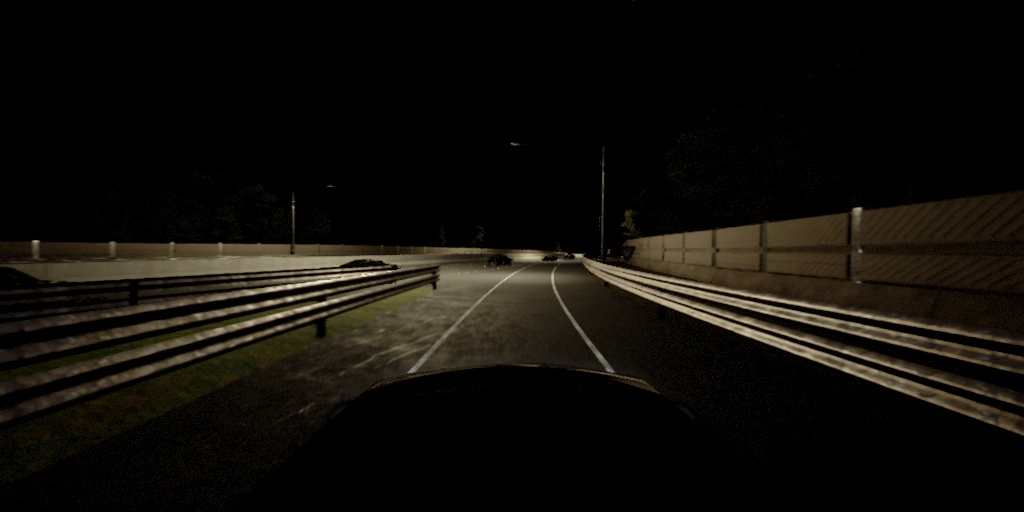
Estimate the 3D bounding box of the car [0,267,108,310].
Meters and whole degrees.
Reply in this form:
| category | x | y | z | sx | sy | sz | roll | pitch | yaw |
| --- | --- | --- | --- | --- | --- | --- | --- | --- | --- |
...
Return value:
| category | x | y | z | sx | sy | sz | roll | pitch | yaw |
| --- | --- | --- | --- | --- | --- | --- | --- | --- | --- |
| car | -15.335 | 1.075 | 10.527 | 2.097 | 1.767 | 4.553 | 0 | 1 | 22 |

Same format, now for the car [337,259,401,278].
| category | x | y | z | sx | sy | sz | roll | pitch | yaw |
| --- | --- | --- | --- | --- | --- | --- | --- | --- | --- |
| car | -9.655 | 0.954 | 24.688 | 1.837 | 1.490 | 4.892 | 0 | 1 | 22 |

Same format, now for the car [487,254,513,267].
| category | x | y | z | sx | sy | sz | roll | pitch | yaw |
| --- | --- | --- | --- | --- | --- | --- | --- | --- | --- |
| car | -1.487 | 0.543 | 45.070 | 1.837 | 1.490 | 4.892 | 0 | 1 | 22 |
